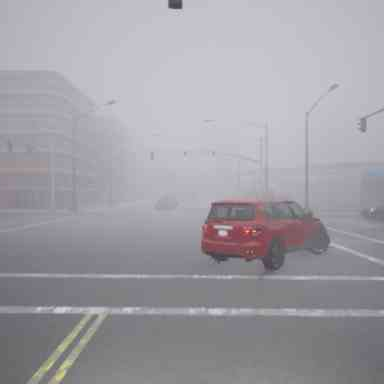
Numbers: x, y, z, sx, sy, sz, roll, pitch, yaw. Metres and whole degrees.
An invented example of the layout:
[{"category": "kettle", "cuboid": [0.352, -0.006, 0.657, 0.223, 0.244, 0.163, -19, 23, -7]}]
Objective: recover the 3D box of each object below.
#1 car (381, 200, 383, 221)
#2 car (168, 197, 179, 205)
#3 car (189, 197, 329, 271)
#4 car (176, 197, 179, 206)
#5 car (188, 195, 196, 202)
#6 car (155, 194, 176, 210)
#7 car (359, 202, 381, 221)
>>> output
[{"category": "car", "cuboid": [16.625, 1.511, 23.604, 5.008, 1.535, 1.882, 0, 0, 1]}, {"category": "car", "cuboid": [-3.463, 1.652, 62.659, 1.994, 1.385, 4.181, 0, 0, 0]}, {"category": "car", "cuboid": [2.646, 1.238, 11.332, 2.150, 2.045, 5.566, -2, -1, 41]}, {"category": "car", "cuboid": [-3.519, 1.296, 52.793, 2.150, 2.045, 5.566, 0, 0, 0]}, {"category": "car", "cuboid": [0.043, 1.441, 71.462, 2.128, 1.511, 4.902, 0, 0, 0]}, {"category": "car", "cuboid": [-3.565, 1.413, 43.200, 2.097, 1.767, 4.553, 0, 0, 0]}, {"category": "car", "cuboid": [16.173, 1.390, 27.113, 4.553, 1.767, 2.097, 0, 0, 0]}]
